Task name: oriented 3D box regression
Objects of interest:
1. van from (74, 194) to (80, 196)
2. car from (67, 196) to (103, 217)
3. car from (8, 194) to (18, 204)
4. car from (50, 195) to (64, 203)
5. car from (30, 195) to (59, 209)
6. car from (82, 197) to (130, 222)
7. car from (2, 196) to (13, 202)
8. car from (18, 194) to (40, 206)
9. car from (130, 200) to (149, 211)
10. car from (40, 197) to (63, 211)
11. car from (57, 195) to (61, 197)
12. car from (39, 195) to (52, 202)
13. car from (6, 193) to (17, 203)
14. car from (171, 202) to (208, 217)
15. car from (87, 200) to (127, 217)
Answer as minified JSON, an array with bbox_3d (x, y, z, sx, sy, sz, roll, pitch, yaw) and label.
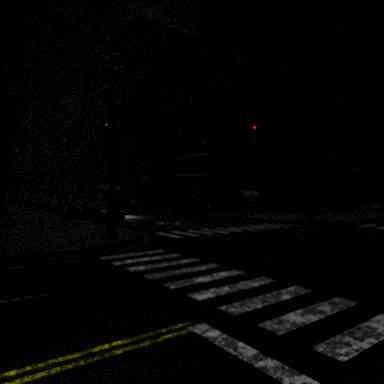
[{"bbox_3d":[-19.363,1.320,57.585,1.690,1.788,3.998,0,0,-35],"label":"van"},{"bbox_3d":[-9.977,1.398,30.465,1.967,1.590,4.097,0,0,-35],"label":"car"},{"bbox_3d":[-32.283,1.527,61.937,2.008,1.369,4.403,0,0,-35],"label":"car"},{"bbox_3d":[-28.922,1.434,71.074,1.967,1.590,4.097,0,0,-35],"label":"car"},{"bbox_3d":[-19.537,1.510,43.953,2.008,1.369,4.403,0,0,-35],"label":"car"},{"bbox_3d":[-6.791,1.400,25.969,1.967,1.590,4.097,0,0,-35],"label":"car"},{"bbox_3d":[-41.843,1.574,75.426,1.802,1.307,4.206,0,0,-35],"label":"car"},{"bbox_3d":[-25.910,1.407,52.945,1.967,1.590,4.097,0,0,-35],"label":"car"},{"bbox_3d":[-6.617,1.551,39.602,1.802,1.307,4.206,0,0,-35],"label":"car"},{"bbox_3d":[-16.350,1.540,39.457,1.802,1.307,4.206,0,0,-35],"label":"car"},{"bbox_3d":[-22.349,1.516,52.463,2.033,1.411,5.357,0,0,-35],"label":"car"},{"bbox_3d":[-35.295,1.445,80.067,1.967,1.590,4.097,0,0,-35],"label":"car"},{"bbox_3d":[-38.656,1.532,70.930,1.887,1.381,4.507,0,0,-35],"label":"car"},{"bbox_3d":[-0.243,1.538,30.608,1.947,1.339,4.313,0,0,-35],"label":"car"},{"bbox_3d":[-8.487,1.509,32.753,2.033,1.411,5.357,0,0,-35],"label":"car"}]
